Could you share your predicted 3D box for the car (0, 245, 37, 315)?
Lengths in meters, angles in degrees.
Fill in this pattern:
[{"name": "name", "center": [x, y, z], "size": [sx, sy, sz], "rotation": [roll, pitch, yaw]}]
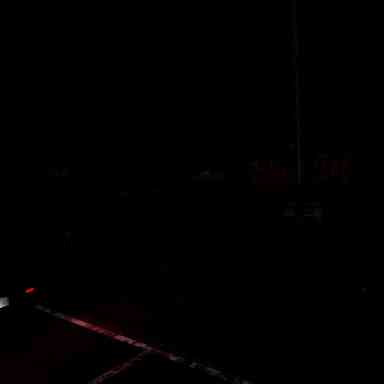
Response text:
[{"name": "car", "center": [-4.803, 1.517, 6.372], "size": [4.674, 1.442, 1.812], "rotation": [0, 0, 35]}]
